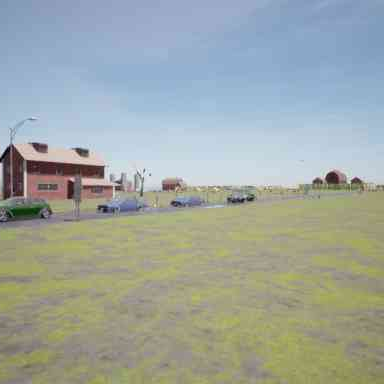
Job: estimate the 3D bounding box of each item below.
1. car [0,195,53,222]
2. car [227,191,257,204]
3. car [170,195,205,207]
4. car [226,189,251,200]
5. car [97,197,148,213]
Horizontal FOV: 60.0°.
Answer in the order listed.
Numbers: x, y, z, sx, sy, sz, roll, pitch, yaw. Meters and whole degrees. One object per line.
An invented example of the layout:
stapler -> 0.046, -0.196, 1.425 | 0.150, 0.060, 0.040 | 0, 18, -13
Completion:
car -> -12.671, 1.136, 24.173 | 2.097, 1.767, 4.553 | 1, 1, 36
car -> 7.343, 0.962, 46.842 | 1.895, 1.301, 4.718 | 1, 1, 36
car -> -0.405, 1.022, 41.149 | 2.033, 1.411, 5.357 | 1, 1, 35
car -> 7.489, 0.498, 51.938 | 2.150, 2.045, 5.566 | 1, 1, 36
car -> -6.653, 1.181, 32.509 | 2.033, 1.411, 5.357 | 1, 1, 36
